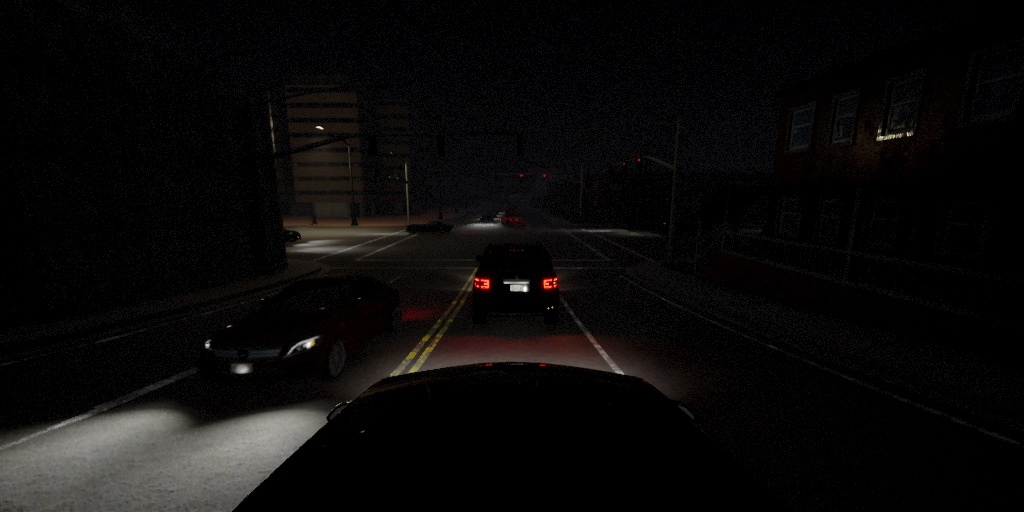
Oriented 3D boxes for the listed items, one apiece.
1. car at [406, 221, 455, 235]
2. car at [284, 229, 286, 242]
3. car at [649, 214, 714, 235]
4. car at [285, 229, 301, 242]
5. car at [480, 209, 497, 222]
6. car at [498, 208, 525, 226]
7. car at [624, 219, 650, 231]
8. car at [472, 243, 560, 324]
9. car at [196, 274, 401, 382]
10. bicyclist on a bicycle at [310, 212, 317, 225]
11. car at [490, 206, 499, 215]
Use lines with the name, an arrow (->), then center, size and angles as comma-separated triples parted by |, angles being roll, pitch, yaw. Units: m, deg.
car -> -8.333, -2.915, 36.725 | 4.718, 1.301, 1.895 | 0, 10, 0
car -> -19.913, -1.230, 26.164 | 4.902, 1.511, 2.128 | 0, 10, 0
car -> 17.561, -3.274, 36.643 | 5.566, 2.045, 2.150 | 0, 10, 0
car -> -20.107, -1.804, 29.608 | 4.892, 1.490, 1.837 | 0, 10, 0
car -> -3.729, -5.877, 54.102 | 1.895, 1.301, 4.718 | 0, 10, 0
car -> 0.094, -4.888, 46.838 | 2.097, 1.767, 4.553 | -2, 10, -15
car -> 15.190, -3.490, 40.155 | 4.718, 1.301, 1.895 | 0, 10, -1
car -> 0.063, 0.603, 10.723 | 2.150, 2.045, 5.566 | 0, 4, -1
car -> -3.619, 1.140, 7.118 | 1.812, 1.442, 4.674 | 0, 3, 0
bicyclist on a bicycle -> -25.379, -4.781, 45.834 | 0.582, 1.620, 1.656 | 0, 10, 0
car -> -3.727, -7.445, 62.849 | 1.812, 1.442, 4.674 | 0, 10, 0
